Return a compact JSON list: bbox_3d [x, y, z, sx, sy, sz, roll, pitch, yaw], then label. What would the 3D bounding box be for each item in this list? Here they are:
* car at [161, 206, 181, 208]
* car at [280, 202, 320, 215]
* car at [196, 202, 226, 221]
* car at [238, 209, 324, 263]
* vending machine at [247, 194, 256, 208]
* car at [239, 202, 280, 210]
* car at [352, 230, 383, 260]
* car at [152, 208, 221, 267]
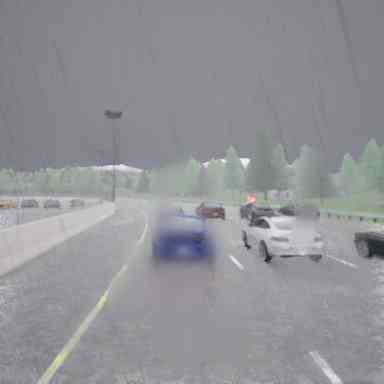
[{"bbox_3d":[-1.596,1.710,25.029,1.895,1.301,4.718,0,0,-7],"label":"car"},{"bbox_3d":[8.671,1.578,27.452,2.128,1.511,4.902,0,0,-7],"label":"car"},{"bbox_3d":[1.497,1.590,28.306,1.882,1.535,5.008,0,0,-8],"label":"car"},{"bbox_3d":[3.128,1.566,12.111,1.812,1.442,4.674,0,0,-3],"label":"car"},{"bbox_3d":[9.252,1.378,51.448,1.100,2.100,0.880,0,0,-14],"label":"vending machine"},{"bbox_3d":[5.173,1.602,27.181,1.837,1.490,4.892,0,0,-7],"label":"car"},{"bbox_3d":[6.764,1.620,9.817,1.895,1.301,4.718,0,0,-2],"label":"car"},{"bbox_3d":[-0.343,1.528,11.619,1.882,1.535,5.008,0,-1,-3],"label":"car"}]
